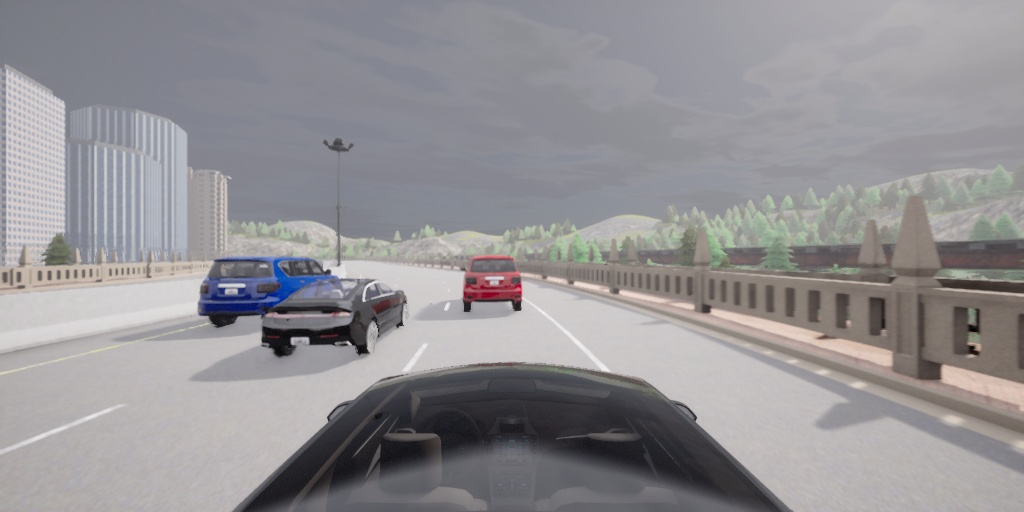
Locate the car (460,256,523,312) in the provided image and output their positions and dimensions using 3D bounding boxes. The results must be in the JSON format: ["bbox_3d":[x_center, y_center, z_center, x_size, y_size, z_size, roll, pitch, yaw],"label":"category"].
[{"bbox_3d":[-0.923,1.012,14.808,2.150,2.045,5.566,0,0,-7],"label":"car"}]

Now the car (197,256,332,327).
[{"bbox_3d":[-7.629,1.030,12.034,2.150,2.045,5.566,0,0,-6],"label":"car"}]

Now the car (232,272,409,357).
[{"bbox_3d":[-3.842,1.276,8.662,2.128,1.511,4.902,0,0,-4],"label":"car"}]
